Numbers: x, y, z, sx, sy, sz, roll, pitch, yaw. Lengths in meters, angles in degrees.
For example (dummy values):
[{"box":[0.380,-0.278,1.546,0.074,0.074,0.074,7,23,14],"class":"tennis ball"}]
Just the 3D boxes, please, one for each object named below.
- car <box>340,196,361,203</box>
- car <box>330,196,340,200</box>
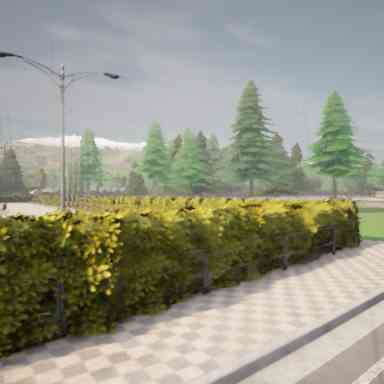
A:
[{"box":[32.611,1.488,67.656,2.128,1.511,4.902,0,0,7],"class":"car"},{"box":[33.832,1.499,77.974,1.895,1.301,4.718,0,0,7],"class":"car"}]
